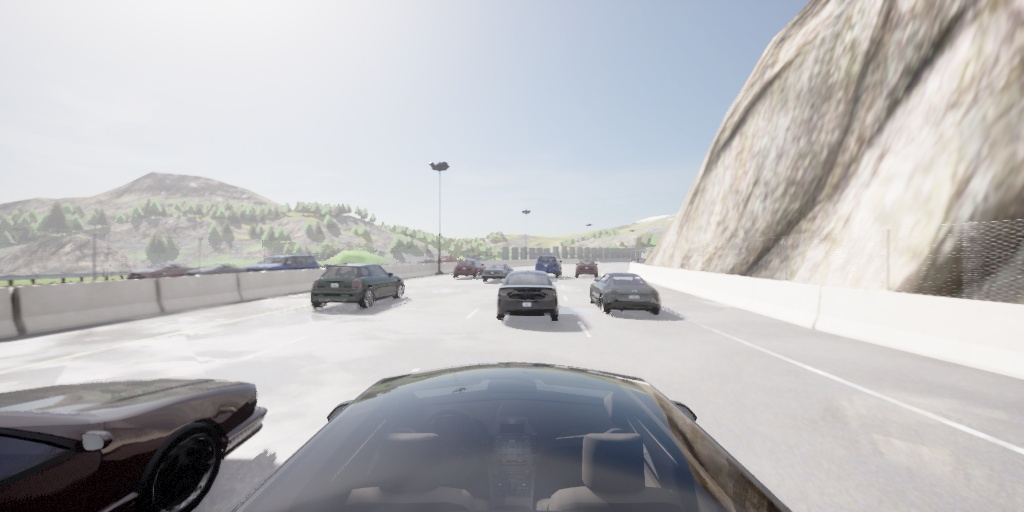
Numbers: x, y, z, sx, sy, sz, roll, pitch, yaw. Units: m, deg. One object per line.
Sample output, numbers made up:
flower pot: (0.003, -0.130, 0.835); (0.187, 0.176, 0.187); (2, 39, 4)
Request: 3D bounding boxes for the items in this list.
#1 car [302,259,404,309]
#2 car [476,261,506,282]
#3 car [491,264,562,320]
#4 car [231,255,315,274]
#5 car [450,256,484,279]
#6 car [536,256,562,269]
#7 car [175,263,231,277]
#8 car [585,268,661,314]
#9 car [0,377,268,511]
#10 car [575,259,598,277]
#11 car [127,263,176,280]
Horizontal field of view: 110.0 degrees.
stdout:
car: (-6.227, 1.087, 15.042); (2.097, 1.767, 4.553); (0, 0, 5)
car: (-1.046, 1.297, 28.844); (2.033, 1.411, 5.357); (0, 0, 9)
car: (0.583, 1.230, 12.670); (1.882, 1.535, 5.008); (0, 0, 4)
car: (-15.939, 0.933, 25.018); (2.150, 2.045, 5.566); (0, 0, 8)
car: (-3.772, 1.095, 33.222); (2.097, 1.767, 4.553); (0, 0, 10)
car: (3.534, 0.983, 34.251); (2.150, 2.045, 5.566); (0, 0, 12)
car: (-22.623, 1.259, 27.583); (1.994, 1.385, 4.181); (0, 0, 8)
car: (4.191, 1.325, 13.858); (1.994, 1.385, 4.181); (0, 0, 4)
car: (-3.368, 1.289, 1.082); (2.033, 1.411, 5.357); (0, 0, 0)
car: (7.352, 1.123, 35.295); (2.097, 1.767, 4.553); (0, 0, 12)
car: (-26.205, 1.250, 27.196); (1.994, 1.385, 4.181); (0, 0, 8)
